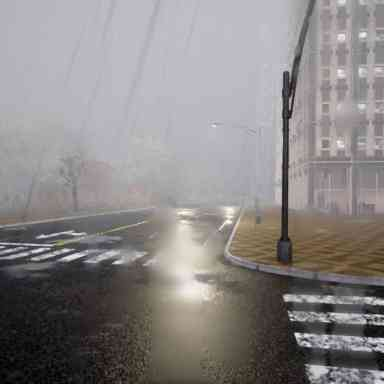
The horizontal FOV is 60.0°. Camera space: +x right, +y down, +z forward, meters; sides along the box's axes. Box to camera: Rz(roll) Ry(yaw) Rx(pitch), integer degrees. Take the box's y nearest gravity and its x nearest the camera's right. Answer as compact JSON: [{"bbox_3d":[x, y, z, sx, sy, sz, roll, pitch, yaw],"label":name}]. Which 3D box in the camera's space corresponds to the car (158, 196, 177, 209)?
[{"bbox_3d":[-3.994,1.680,55.013,2.150,2.045,5.566,1,-1,10],"label":"car"}]
